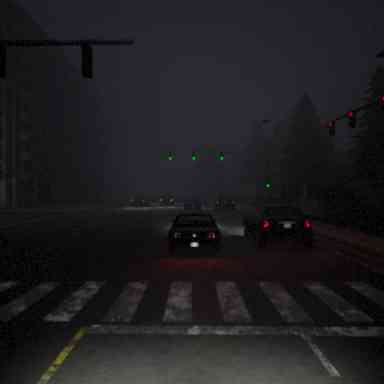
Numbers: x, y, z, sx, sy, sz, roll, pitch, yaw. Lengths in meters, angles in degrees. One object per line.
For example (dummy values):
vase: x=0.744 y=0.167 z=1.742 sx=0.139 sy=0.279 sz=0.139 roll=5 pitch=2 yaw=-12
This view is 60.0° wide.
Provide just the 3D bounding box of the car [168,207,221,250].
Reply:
car: x=0.088 y=1.532 z=13.834 sx=1.895 sy=1.301 sz=4.718 roll=0 pitch=0 yaw=0

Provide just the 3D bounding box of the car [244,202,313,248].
car: x=3.587 y=1.279 z=14.599 sx=2.097 sy=1.767 sz=4.553 roll=0 pitch=0 yaw=0

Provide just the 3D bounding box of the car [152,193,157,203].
car: x=-7.050 y=1.254 z=59.426 sx=2.033 sy=1.411 sz=5.357 roll=0 pitch=0 yaw=0

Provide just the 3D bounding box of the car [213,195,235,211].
car: x=3.568 y=1.165 z=37.747 sx=2.097 sy=1.767 sz=4.553 roll=0 pitch=0 yaw=0

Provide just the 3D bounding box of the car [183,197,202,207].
car: x=0.067 y=1.303 z=38.022 sx=2.128 sy=1.511 sz=4.902 roll=0 pitch=0 yaw=0

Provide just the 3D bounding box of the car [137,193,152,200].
car: x=-10.751 y=0.976 z=74.940 sx=1.882 sy=1.535 sz=5.008 roll=0 pitch=0 yaw=-26

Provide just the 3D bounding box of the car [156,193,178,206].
car: x=-3.610 y=1.112 z=48.750 sx=2.097 sy=1.767 sz=4.553 roll=0 pitch=0 yaw=0

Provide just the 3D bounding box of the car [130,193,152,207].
car: x=-7.126 y=1.128 z=45.705 sx=2.097 sy=1.767 sz=4.553 roll=0 pitch=0 yaw=0

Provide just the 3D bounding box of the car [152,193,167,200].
car: x=-7.522 y=1.041 z=76.316 sx=1.837 sy=1.490 sz=4.892 roll=0 pitch=0 yaw=-26

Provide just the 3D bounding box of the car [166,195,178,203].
car: x=-3.642 y=1.244 z=61.292 sx=2.033 sy=1.411 sz=5.357 roll=0 pitch=0 yaw=-2
